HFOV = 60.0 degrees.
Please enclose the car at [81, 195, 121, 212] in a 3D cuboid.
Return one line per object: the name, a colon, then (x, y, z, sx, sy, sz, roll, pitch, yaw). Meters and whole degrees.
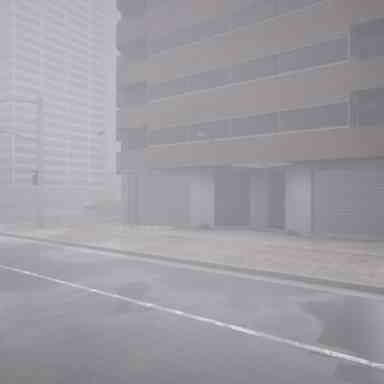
car: (-10.833, 1.477, 39.800, 1.882, 1.535, 5.008, 0, 0, 35)
